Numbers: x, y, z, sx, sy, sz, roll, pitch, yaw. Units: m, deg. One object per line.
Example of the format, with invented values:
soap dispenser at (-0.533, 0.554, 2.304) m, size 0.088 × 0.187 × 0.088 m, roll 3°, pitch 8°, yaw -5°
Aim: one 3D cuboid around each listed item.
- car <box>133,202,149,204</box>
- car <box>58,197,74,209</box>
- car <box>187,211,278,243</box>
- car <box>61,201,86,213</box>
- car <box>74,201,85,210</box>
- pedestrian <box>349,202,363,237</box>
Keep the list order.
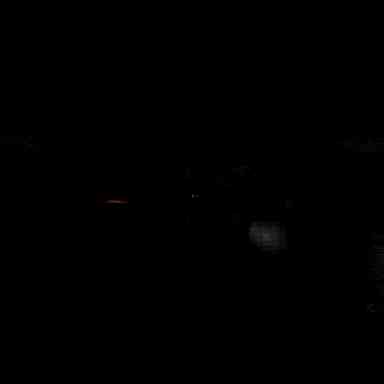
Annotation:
car at (-3.837, 1.590, 25.138) m, size 2.097 × 1.767 × 4.553 m, roll 2°, pitch -2°, yaw -36°
car at (-16.445, 1.670, 42.029) m, size 2.150 × 2.045 × 5.566 m, roll 2°, pitch -2°, yaw -38°
car at (1.838, 1.665, 17.109) m, size 2.033 × 1.411 × 5.357 m, roll 2°, pitch -2°, yaw -35°
car at (-16.926, 2.085, 47.241) m, size 1.837 × 1.490 × 4.892 m, roll 2°, pitch -2°, yaw -39°
car at (-9.785, 1.852, 33.250) m, size 1.837 × 1.490 × 4.892 m, roll 2°, pitch -2°, yaw -37°
pedestrian at (8.647, 1.412, 17.627) m, size 0.375 × 1.860 × 0.375 m, roll 1°, pitch -1°, yaw -35°
